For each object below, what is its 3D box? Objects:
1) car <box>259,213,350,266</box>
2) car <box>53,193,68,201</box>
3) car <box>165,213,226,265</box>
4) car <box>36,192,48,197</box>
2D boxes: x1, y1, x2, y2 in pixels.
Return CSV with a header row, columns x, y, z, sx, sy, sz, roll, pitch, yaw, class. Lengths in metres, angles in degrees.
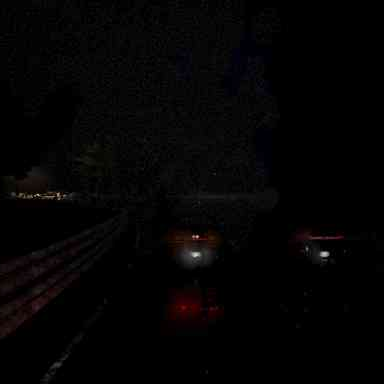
x,y,z,sx,sy,sz,roll,pitch,yaw,class
3.612,1.475,11.492,2.128,1.511,4.902,0,0,0,car
-26.531,1.001,67.312,5.357,1.411,2.033,1,1,44,car
0.111,1.490,11.653,1.837,1.490,4.892,0,0,0,car
-33.940,0.710,74.977,1.994,1.385,4.181,0,1,-39,car
